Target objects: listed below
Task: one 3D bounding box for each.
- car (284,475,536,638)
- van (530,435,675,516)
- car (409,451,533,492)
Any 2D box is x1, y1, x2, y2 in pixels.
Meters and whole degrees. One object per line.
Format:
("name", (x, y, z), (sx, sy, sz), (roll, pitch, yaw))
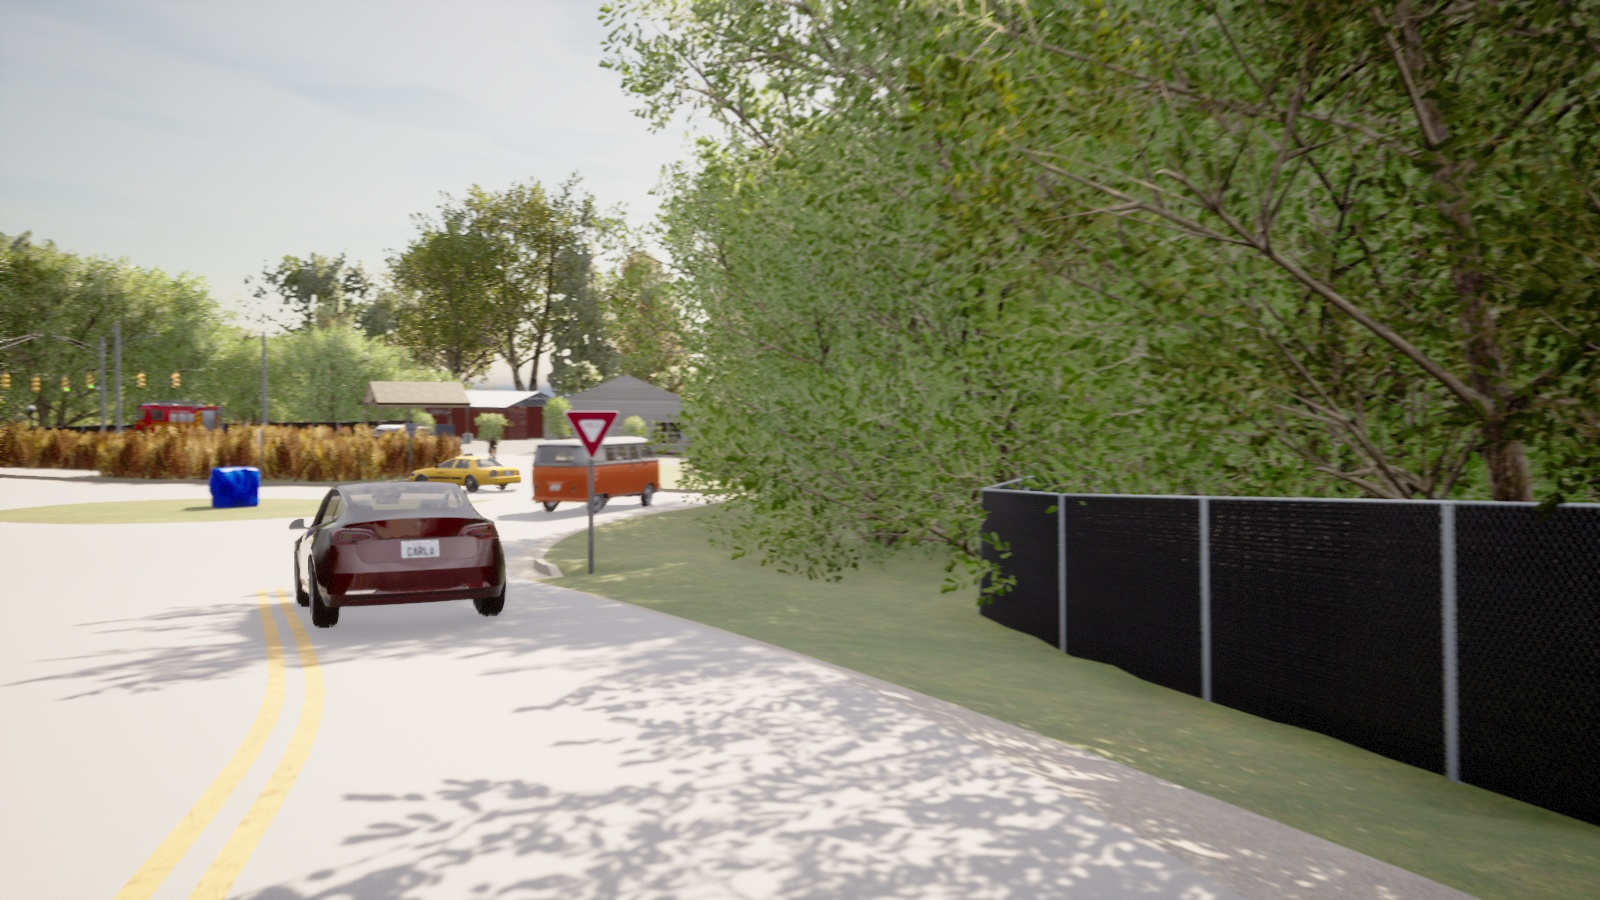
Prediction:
("car", (-4.672, 1.107, 14.483), (2.163, 1.488, 4.792), (-1, -2, -24))
("van", (-5.370, 0.632, 34.770), (1.775, 1.987, 4.442), (1, 2, 25))
("car", (-13.840, 0.866, 52.665), (5.366, 1.575, 1.801), (1, 2, 32))
